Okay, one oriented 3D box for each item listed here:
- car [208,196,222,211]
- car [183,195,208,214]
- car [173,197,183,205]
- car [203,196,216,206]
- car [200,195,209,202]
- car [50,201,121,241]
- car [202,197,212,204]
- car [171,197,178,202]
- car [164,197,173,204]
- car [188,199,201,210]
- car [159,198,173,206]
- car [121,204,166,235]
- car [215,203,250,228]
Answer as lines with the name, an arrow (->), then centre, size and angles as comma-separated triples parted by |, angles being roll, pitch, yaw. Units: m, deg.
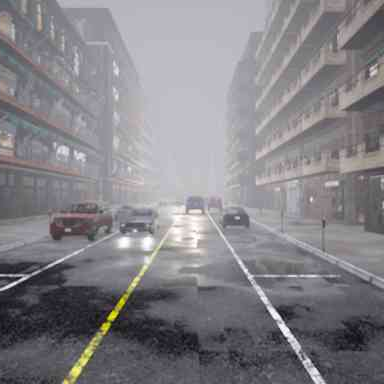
car -> 3.039, 1.555, 45.182 | 2.192, 1.841, 5.009 | 1, 0, 0
car -> 0.384, 1.431, 39.229 | 2.150, 2.045, 5.566 | 0, 0, 0
car -> -2.515, 1.832, 66.074 | 1.882, 1.535, 5.008 | 0, -1, 1
car -> 3.164, 1.646, 61.884 | 2.192, 1.841, 5.009 | 1, 0, 0
car -> 3.373, 1.802, 89.723 | 2.192, 1.841, 5.009 | 1, 0, 0
car -> -5.548, 1.406, 17.438 | 2.192, 1.841, 5.009 | 1, 0, 0
car -> 3.245, 1.833, 73.019 | 1.967, 1.590, 4.097 | 1, 0, 0
car -> -4.969, 2.042, 95.215 | 1.752, 1.417, 4.829 | 1, 0, 0
car -> -5.136, 1.917, 72.945 | 1.752, 1.417, 4.829 | 1, 0, 0
car -> 0.403, 1.790, 49.763 | 1.812, 1.442, 4.674 | 0, 0, 1
car -> -5.219, 1.881, 61.979 | 2.008, 1.369, 4.403 | 1, 0, 0
car -> -2.953, 1.652, 20.009 | 2.033, 1.411, 5.357 | 0, 0, 0
car -> 2.869, 1.687, 22.909 | 1.947, 1.339, 4.313 | 1, 0, 0
